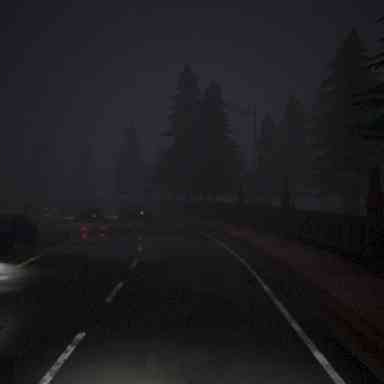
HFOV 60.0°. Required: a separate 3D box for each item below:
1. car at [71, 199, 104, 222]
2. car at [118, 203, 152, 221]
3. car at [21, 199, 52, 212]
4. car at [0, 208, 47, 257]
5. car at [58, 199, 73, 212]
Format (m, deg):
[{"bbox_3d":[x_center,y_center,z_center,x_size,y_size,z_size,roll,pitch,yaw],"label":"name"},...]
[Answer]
[{"bbox_3d":[-8.320,1.589,26.799,1.812,1.442,4.674,0,0,-27],"label":"car"},{"bbox_3d":[-4.903,1.631,28.207,1.994,1.385,4.181,0,0,-28],"label":"car"},{"bbox_3d":[-18.433,1.598,39.322,4.892,1.490,1.837,0,0,40],"label":"car"},{"bbox_3d":[-7.562,1.556,13.087,1.812,1.442,4.674,0,0,-6],"label":"car"},{"bbox_3d":[-14.622,1.601,40.603,4.892,1.490,1.837,0,0,43],"label":"car"}]
